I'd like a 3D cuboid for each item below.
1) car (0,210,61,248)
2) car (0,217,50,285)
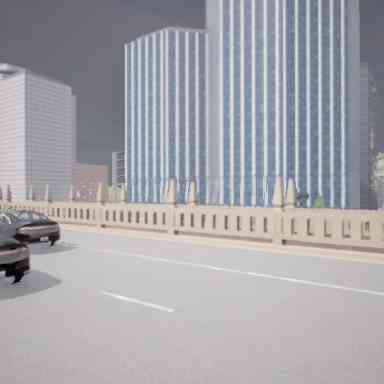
[{"bbox_3d":[-7.361,1.499,13.544,4.902,1.511,2.128,0,0,36],"label":"car"},{"bbox_3d":[-5.952,1.495,8.240,4.902,1.511,2.128,0,0,36],"label":"car"}]
